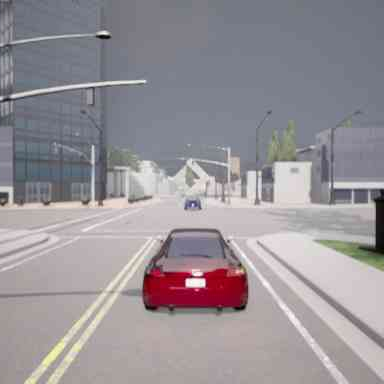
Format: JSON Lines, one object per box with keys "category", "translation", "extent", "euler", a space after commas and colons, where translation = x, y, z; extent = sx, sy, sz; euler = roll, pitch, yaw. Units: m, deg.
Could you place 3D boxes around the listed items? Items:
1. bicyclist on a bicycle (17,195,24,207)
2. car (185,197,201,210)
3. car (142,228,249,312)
{"category": "bicyclist on a bicycle", "translation": [-21.982, 1.153, 42.581], "extent": [0.582, 1.620, 1.656], "euler": [-1, 1, 0]}
{"category": "car", "translation": [0.104, 1.255, 38.876], "extent": [1.812, 1.442, 4.674], "euler": [0, 0, 0]}
{"category": "car", "translation": [0.074, 1.507, 7.693], "extent": [1.994, 1.385, 4.181], "euler": [0, 0, 0]}
